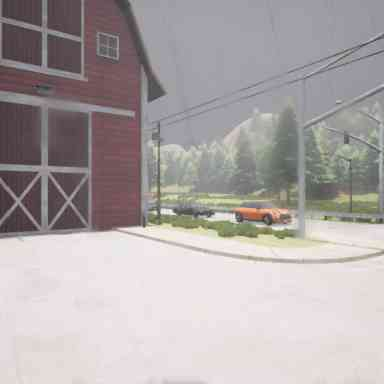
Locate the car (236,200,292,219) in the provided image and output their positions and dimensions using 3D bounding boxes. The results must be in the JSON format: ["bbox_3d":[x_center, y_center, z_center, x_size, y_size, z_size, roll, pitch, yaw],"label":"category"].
[{"bbox_3d":[5.438,1.525,25.599,2.097,1.767,4.553,0,0,-34],"label":"car"}]

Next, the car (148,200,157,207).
[{"bbox_3d":[-5.559,1.841,41.674,1.994,1.385,4.181,0,0,-35],"label":"car"}]

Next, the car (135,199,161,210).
[{"bbox_3d":[-6.605,1.849,49.579,1.812,1.442,4.674,0,0,-34],"label":"car"}]

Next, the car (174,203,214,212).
[{"bbox_3d":[0.061,1.771,33.457,2.033,1.411,5.357,0,0,-34],"label":"car"}]
